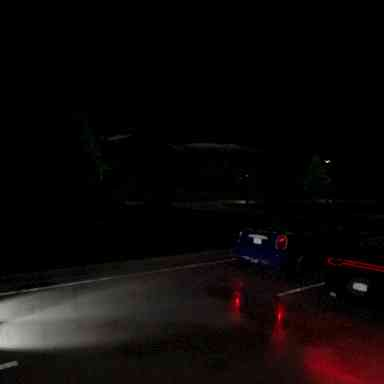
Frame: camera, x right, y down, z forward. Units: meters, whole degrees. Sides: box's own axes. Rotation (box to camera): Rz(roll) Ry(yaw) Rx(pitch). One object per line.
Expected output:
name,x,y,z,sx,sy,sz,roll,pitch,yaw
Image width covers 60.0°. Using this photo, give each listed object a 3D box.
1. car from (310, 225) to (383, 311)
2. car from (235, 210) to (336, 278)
car,4.977,1.542,7.298,5.008,1.535,1.882,1,0,-36
car,3.573,1.422,10.599,4.553,1.767,2.097,1,0,-36
